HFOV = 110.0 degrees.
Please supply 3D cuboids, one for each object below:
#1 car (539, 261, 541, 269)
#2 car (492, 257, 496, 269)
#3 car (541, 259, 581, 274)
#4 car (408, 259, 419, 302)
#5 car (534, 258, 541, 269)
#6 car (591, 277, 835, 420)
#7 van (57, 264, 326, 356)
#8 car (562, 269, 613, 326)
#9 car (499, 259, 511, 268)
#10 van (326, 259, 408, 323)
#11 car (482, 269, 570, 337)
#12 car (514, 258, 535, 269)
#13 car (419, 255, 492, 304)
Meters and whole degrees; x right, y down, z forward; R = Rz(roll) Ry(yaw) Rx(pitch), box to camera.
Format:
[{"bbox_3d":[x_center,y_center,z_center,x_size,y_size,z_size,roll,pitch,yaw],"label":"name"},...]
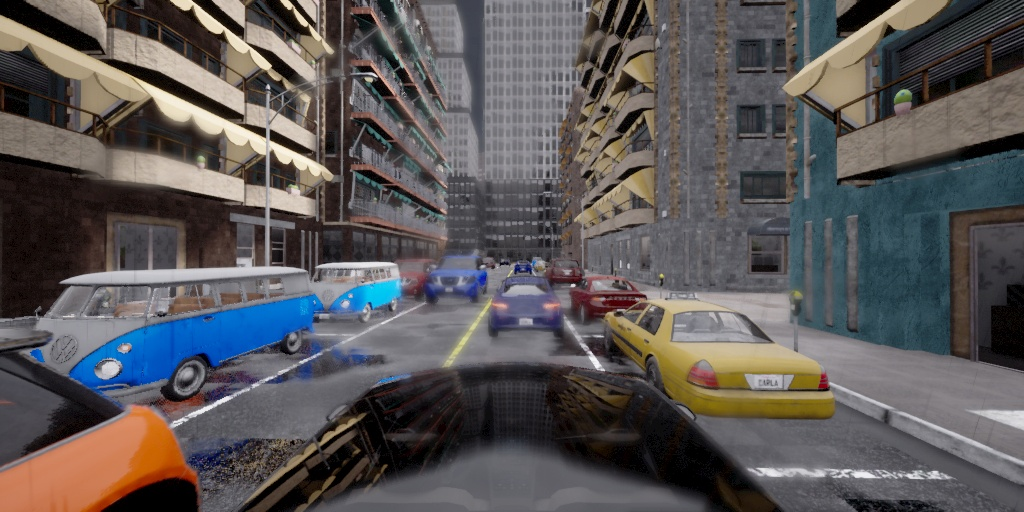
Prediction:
[{"bbox_3d":[3.381,1.284,28.603,1.751,1.417,4.829,0,0,2],"label":"car"},{"bbox_3d":[-3.701,1.092,56.847,2.192,1.841,5.009,0,0,2],"label":"car"},{"bbox_3d":[3.216,1.071,22.795,2.192,1.841,5.009,0,0,2],"label":"car"},{"bbox_3d":[-4.821,1.068,17.380,2.192,1.841,5.009,0,0,2],"label":"car"},{"bbox_3d":[3.861,1.294,45.517,1.751,1.417,4.829,0,0,2],"label":"car"},{"bbox_3d":[2.741,1.276,6.051,1.751,1.417,4.829,0,0,2],"label":"car"},{"bbox_3d":[-5.141,1.091,6.104,1.690,1.789,3.998,0,0,2],"label":"van"},{"bbox_3d":[2.896,1.297,11.519,1.888,1.381,4.507,0,0,2],"label":"car"},{"bbox_3d":[-1.119,1.091,57.415,1.895,1.301,4.718,0,0,2],"label":"car"},{"bbox_3d":[-4.981,1.093,11.742,1.690,1.789,3.998,0,0,2],"label":"van"},{"bbox_3d":[0.386,1.277,10.147,1.812,1.442,4.674,0,0,2],"label":"car"},{"bbox_3d":[1.230,1.242,39.877,1.882,1.535,5.008,0,0,2],"label":"car"},{"bbox_3d":[-2.372,0.977,16.741,2.150,2.045,5.566,0,0,2],"label":"car"}]
